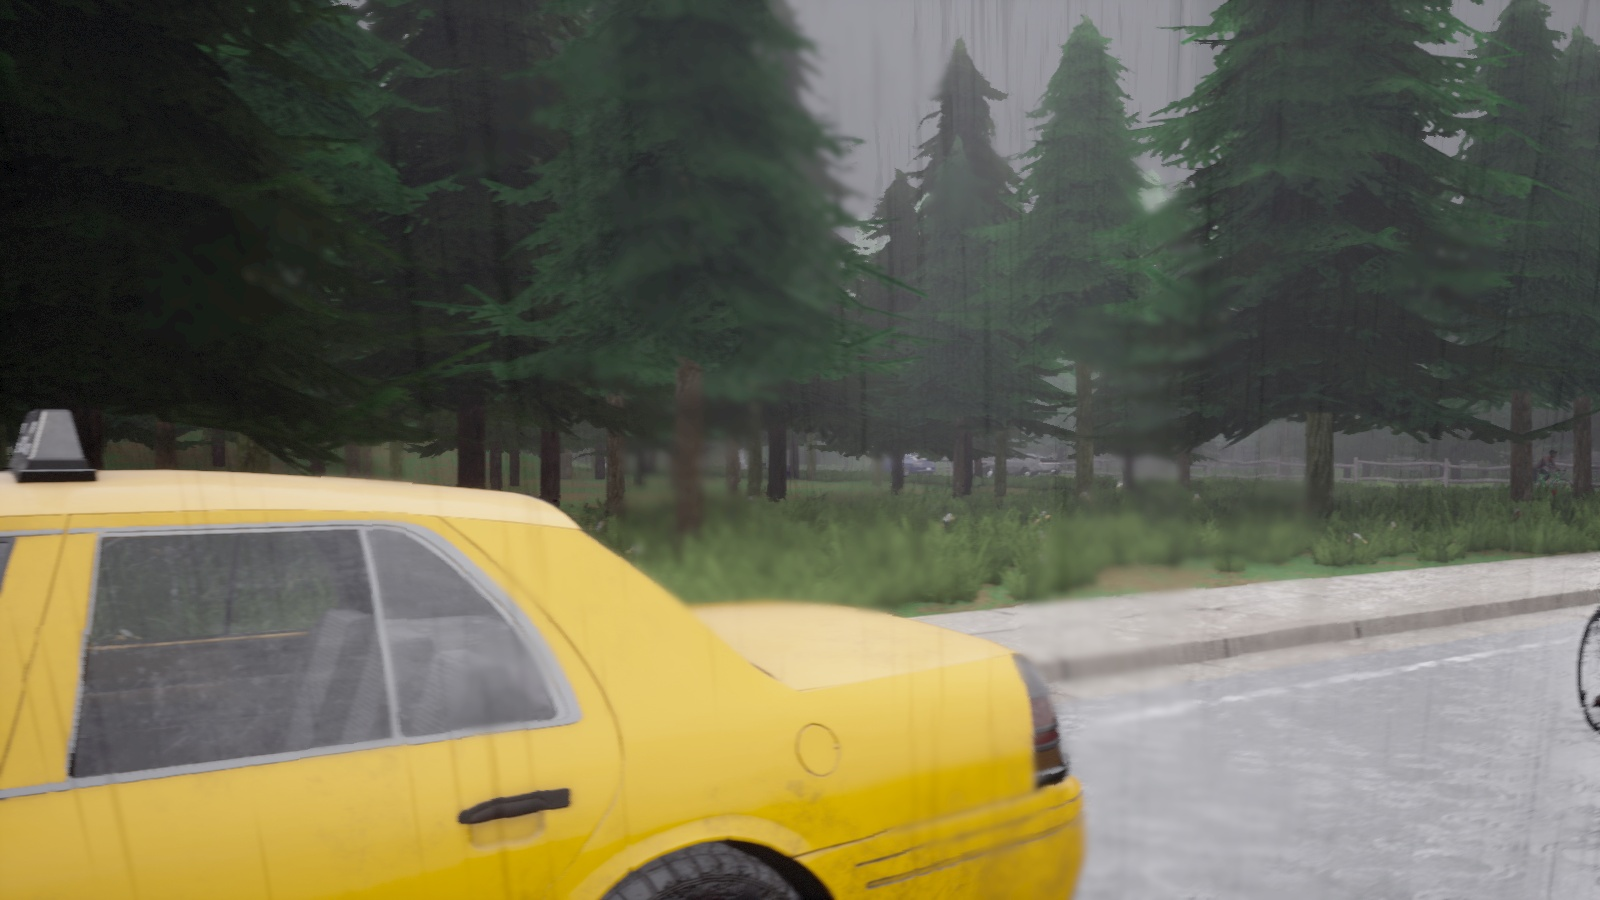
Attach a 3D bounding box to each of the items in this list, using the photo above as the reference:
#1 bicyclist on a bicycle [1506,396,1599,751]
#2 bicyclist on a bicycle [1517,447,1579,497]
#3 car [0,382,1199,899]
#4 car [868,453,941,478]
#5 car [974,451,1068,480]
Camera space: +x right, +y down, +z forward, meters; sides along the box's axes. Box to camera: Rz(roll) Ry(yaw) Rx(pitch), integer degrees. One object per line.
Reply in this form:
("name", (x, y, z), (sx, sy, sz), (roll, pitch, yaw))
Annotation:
("bicyclist on a bicycle", (4.696, 0.622, 6.929), (1.843, 1.776, 0.659), (0, 0, -35))
("bicyclist on a bicycle", (24.610, 0.712, 41.335), (0.582, 1.620, 1.656), (0, 0, -32))
("car", (-1.669, 0.693, 2.500), (5.366, 1.575, 1.801), (0, 0, -35))
("car", (6.219, 0.915, 75.378), (1.812, 1.442, 4.674), (0, 0, -34))
("car", (11.753, 0.814, 67.101), (2.128, 1.511, 4.902), (0, 0, -34))
